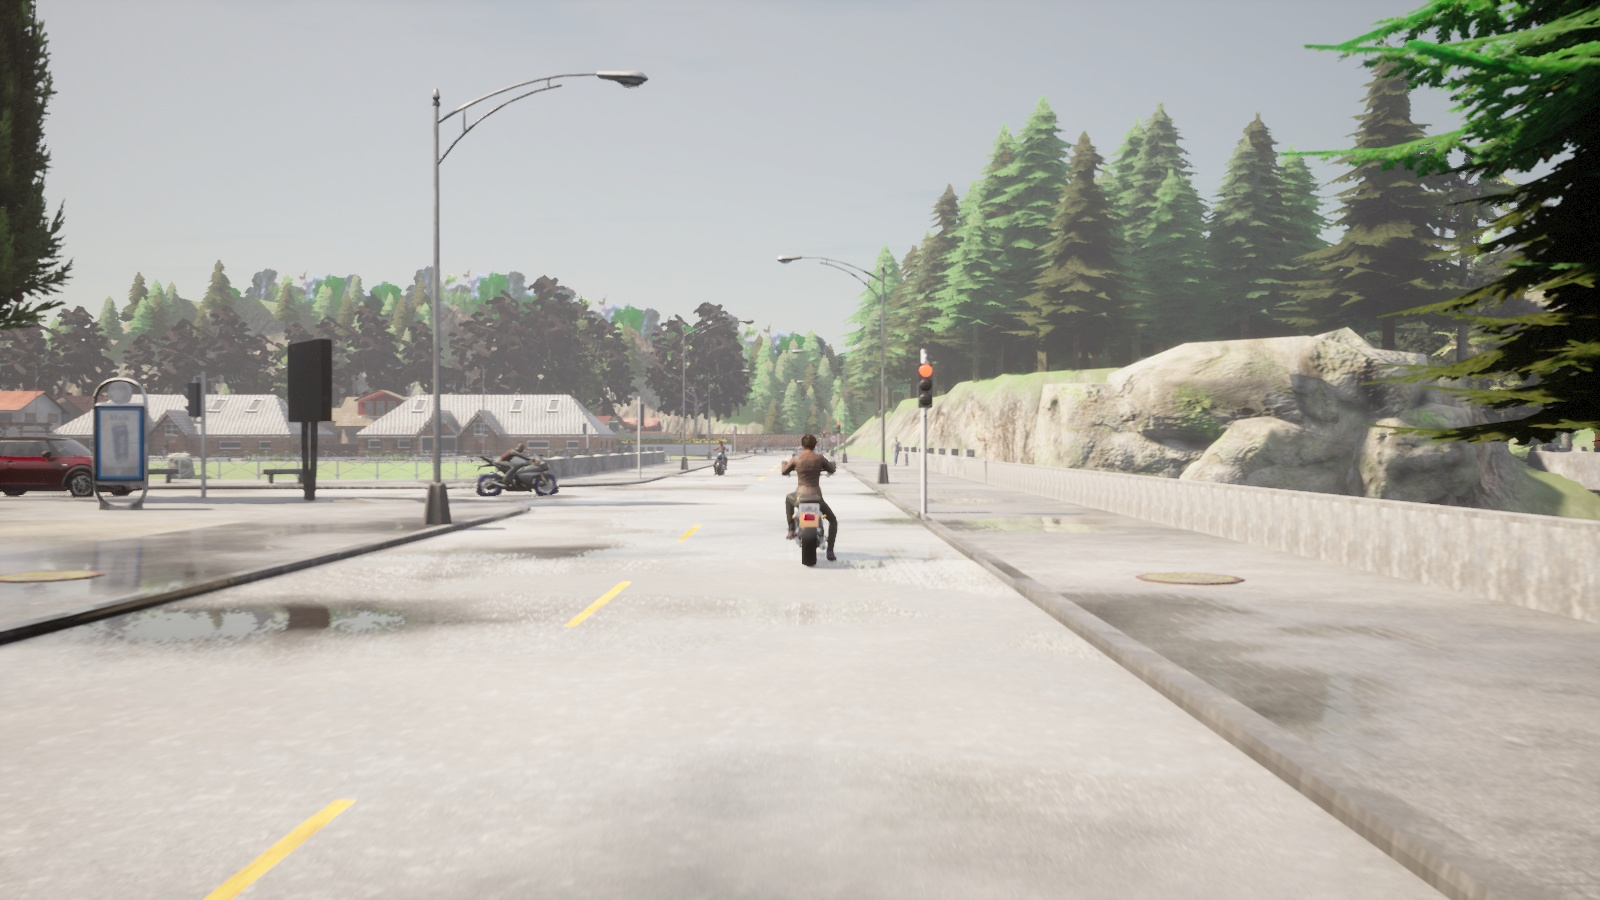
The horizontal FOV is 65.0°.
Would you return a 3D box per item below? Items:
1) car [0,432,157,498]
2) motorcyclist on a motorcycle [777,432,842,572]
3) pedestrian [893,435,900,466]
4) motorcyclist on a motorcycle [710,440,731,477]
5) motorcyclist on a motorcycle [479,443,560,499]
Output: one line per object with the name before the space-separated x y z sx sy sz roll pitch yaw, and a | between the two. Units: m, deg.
car | -20.504 0.394 34.561 4.553 1.767 2.097 0 0 0
motorcyclist on a motorcycle | 0.111 0.607 15.892 0.766 1.649 2.350 0 0 0
pedestrian | 5.760 0.038 75.152 0.354 1.836 0.706 0 0 -1
motorcyclist on a motorcycle | -3.650 0.368 57.805 0.766 1.649 2.350 0 0 0
motorcyclist on a motorcycle | -7.810 0.577 35.022 2.191 1.530 0.866 0 -1 -12
